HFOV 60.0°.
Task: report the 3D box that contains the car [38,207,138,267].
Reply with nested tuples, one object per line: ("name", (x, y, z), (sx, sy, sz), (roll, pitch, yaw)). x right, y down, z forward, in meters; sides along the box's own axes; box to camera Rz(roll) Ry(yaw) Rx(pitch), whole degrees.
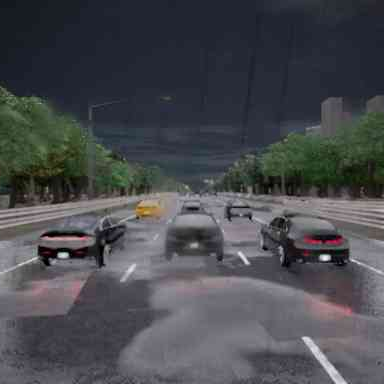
("car", (-3.436, 1.476, 11.329), (2.128, 1.511, 4.902), (0, 0, 0))

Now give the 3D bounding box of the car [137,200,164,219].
("car", (-3.431, 1.405, 27.923), (1.882, 1.535, 5.008), (0, 0, 0))

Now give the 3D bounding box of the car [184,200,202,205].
("car", (0.063, 1.443, 26.499), (1.837, 1.490, 4.892), (0, 1, 0))

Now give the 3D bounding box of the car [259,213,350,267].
("car", (3.565, 1.490, 11.304), (1.837, 1.490, 4.892), (0, 0, 0))

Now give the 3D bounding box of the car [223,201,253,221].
("car", (3.561, 1.429, 26.320), (2.128, 1.511, 4.902), (0, 0, 0))

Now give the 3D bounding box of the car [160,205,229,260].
("car", (0.071, 1.460, 12.364), (1.882, 1.535, 5.008), (0, -1, 0))
